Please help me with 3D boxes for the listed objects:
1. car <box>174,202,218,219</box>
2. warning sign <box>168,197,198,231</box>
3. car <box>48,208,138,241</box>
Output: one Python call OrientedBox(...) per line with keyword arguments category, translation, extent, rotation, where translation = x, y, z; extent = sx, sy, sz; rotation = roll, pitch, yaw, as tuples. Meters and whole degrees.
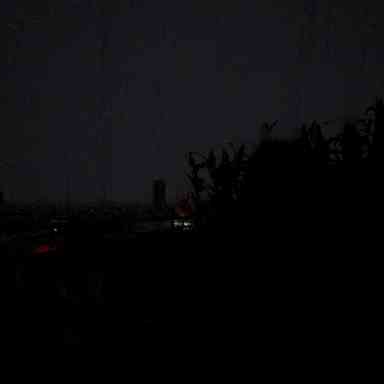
OrientedBox(category="car", translation=(0.416, 1.651, 29.986), extent=(2.033, 1.411, 5.357), rotation=(1, 0, 35))
OrientedBox(category="warning sign", translation=(-0.522, 1.228, 19.420), extent=(1.300, 1.860, 1.060), rotation=(1, 1, 35))
OrientedBox(category="car", translation=(-4.923, 1.566, 17.306), extent=(2.128, 1.511, 4.902), rotation=(0, 0, 34))
